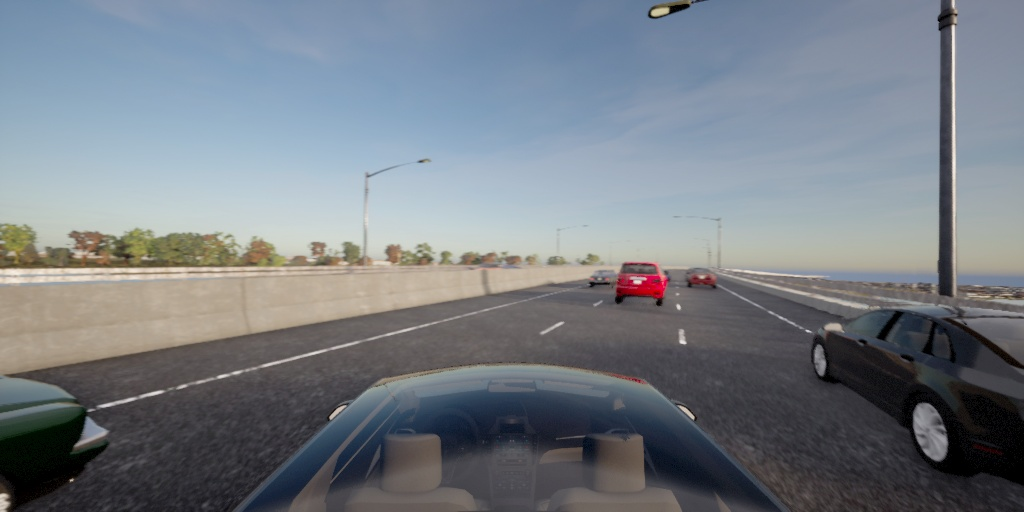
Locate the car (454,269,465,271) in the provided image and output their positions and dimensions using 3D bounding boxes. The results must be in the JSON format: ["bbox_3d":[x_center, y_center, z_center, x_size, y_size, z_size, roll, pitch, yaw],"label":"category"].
[{"bbox_3d":[-5.119,1.860,43.520,1.895,1.301,4.718,1,-1,25],"label":"car"}]

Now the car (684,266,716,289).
[{"bbox_3d":[16.181,1.773,30.782,2.097,1.767,4.553,1,-1,25],"label":"car"}]

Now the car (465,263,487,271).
[{"bbox_3d":[-2.811,1.599,40.164,2.097,1.767,4.553,1,-1,25],"label":"car"}]

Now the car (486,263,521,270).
[{"bbox_3d":[-0.383,1.719,37.082,1.882,1.535,5.008,1,-1,25],"label":"car"}]

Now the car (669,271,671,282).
[{"bbox_3d":[16.140,2.105,38.961,1.994,1.385,4.181,1,-1,25],"label":"car"}]

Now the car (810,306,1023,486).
[{"bbox_3d":[5.524,1.384,4.467,1.837,1.490,4.892,1,-1,24],"label":"car"}]

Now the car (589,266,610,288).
[{"bbox_3d":[7.484,1.795,28.603,2.033,1.411,5.357,1,-1,25],"label":"car"}]

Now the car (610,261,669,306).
[{"bbox_3d":[6.744,1.314,18.523,2.150,2.045,5.566,1,-1,24],"label":"car"}]

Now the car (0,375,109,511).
[{"bbox_3d":[-4.850,1.263,1.058,1.895,1.301,4.718,1,-1,24],"label":"car"}]
